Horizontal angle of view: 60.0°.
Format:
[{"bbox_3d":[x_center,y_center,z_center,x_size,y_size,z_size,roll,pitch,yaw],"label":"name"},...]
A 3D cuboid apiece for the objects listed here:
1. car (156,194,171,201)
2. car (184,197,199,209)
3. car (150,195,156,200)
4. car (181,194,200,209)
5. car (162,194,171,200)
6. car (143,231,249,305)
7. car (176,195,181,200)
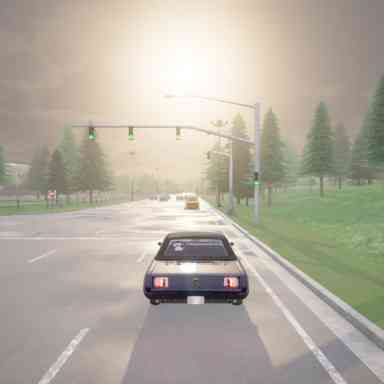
[{"bbox_3d":[-6.886,1.531,80.321,2.033,1.411,5.357,0,0,0],"label":"car"},{"bbox_3d":[-0.030,1.577,49.692,2.033,1.411,5.357,0,1,2],"label":"car"},{"bbox_3d":[-10.370,1.540,91.159,2.033,1.411,5.357,0,0,0],"label":"car"},{"bbox_3d":[-0.086,1.097,46.150,1.882,1.535,5.008,-3,16,-4],"label":"car"},{"bbox_3d":[-6.871,1.372,90.741,2.033,1.411,5.357,0,0,0],"label":"car"},{"bbox_3d":[0.090,1.601,8.024,1.895,1.301,4.718,0,0,0],"label":"car"},{"bbox_3d":[-3.370,1.553,91.149,1.994,1.385,4.181,0,0,0],"label":"car"}]
